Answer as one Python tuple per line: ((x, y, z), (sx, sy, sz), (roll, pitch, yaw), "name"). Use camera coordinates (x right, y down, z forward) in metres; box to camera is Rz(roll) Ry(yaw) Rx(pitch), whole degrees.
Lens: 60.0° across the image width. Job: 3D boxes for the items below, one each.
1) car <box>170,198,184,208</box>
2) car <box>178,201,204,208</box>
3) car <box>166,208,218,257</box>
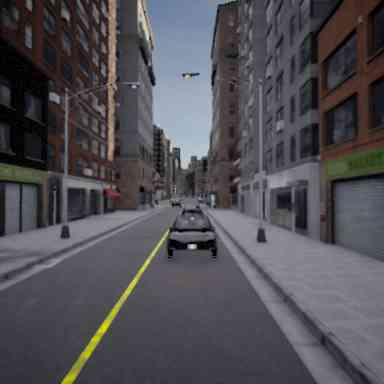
((-2.988, 2.308, 63.836), (1.895, 1.301, 4.718), (0, -1, 0), "car")
((0.031, 1.800, 28.509), (1.837, 1.490, 4.892), (0, 0, 0), "car")
((0.024, 1.630, 13.518), (2.128, 1.511, 4.902), (0, 0, 0), "car")
